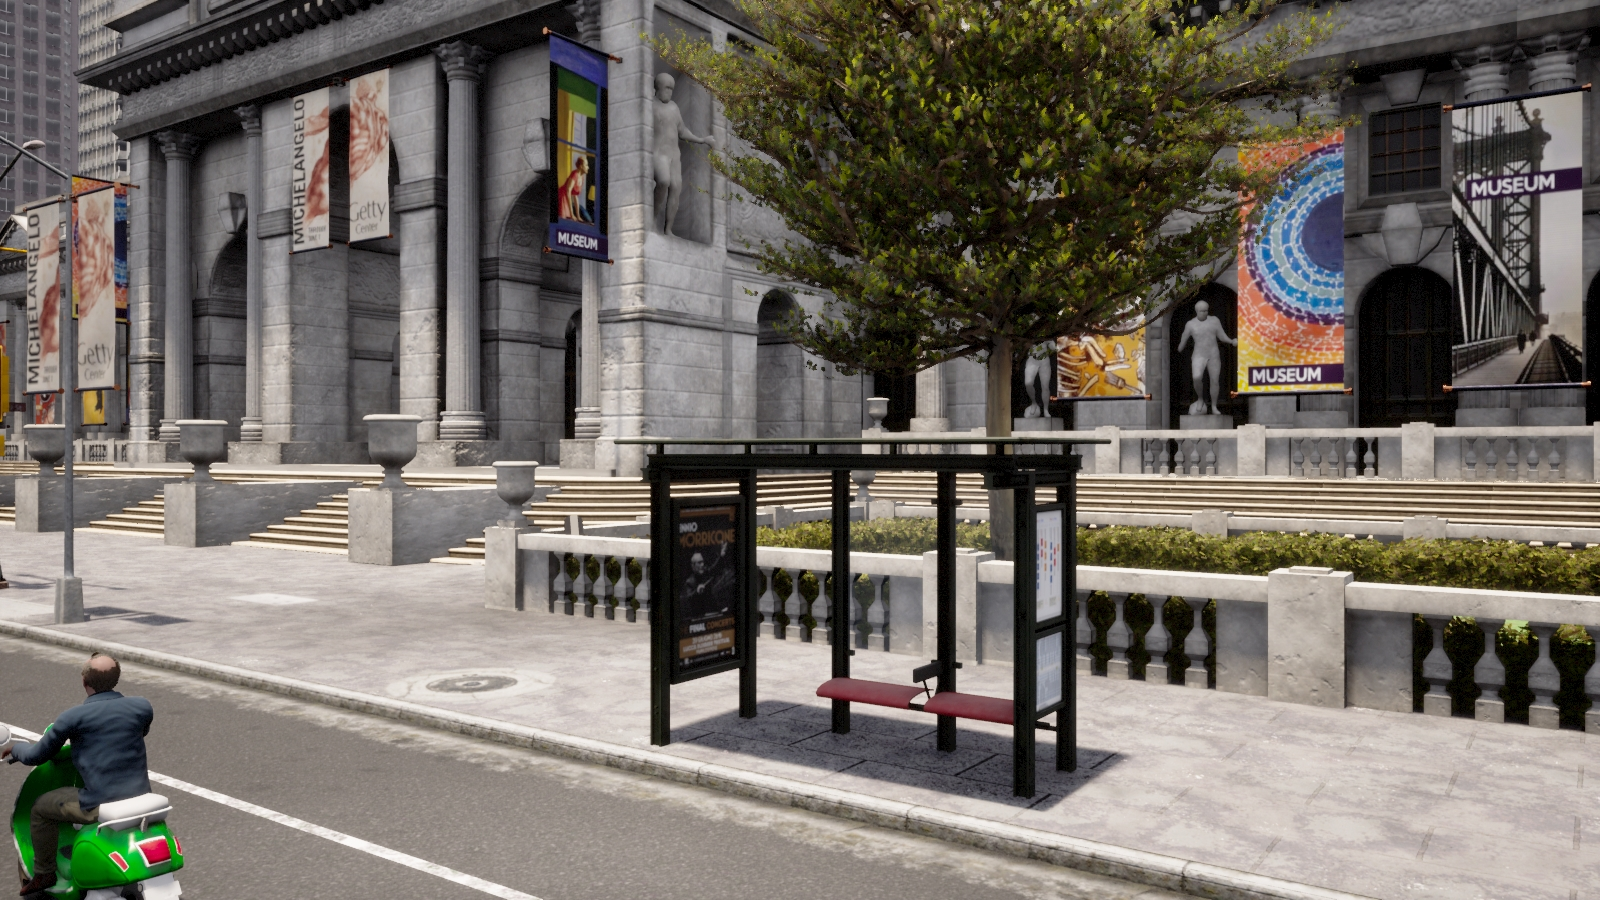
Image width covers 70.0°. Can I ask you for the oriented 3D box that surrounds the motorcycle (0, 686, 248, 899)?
[{"bbox_3d":[-4.138,2.179,6.693,1.805,1.236,0.856,0,0,35],"label":"motorcycle"}]
